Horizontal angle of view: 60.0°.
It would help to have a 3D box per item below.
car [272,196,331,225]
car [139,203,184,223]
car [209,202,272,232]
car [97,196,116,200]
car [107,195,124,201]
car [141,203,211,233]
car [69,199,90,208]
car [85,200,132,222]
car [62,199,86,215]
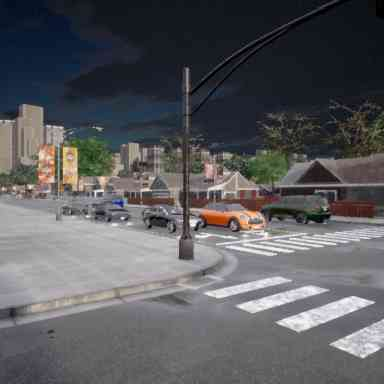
[{"bbox_3d":[7.626,1.309,25.101,2.150,2.045,5.566,0,0,-35],"label":"car"},{"bbox_3d":[-2.613,1.706,27.954,1.994,1.385,4.181,0,0,-34],"label":"car"},{"bbox_3d":[2.397,1.440,20.935,2.097,1.767,4.553,0,0,-36],"label":"car"},{"bbox_3d":[-13.426,1.786,49.082,1.837,1.490,4.892,0,0,-35],"label":"car"},{"bbox_3d":[-13.013,1.523,54.103,2.150,2.045,5.566,0,0,-36],"label":"car"},{"bbox_3d":[-1.347,1.592,20.564,2.128,1.511,4.902,0,0,-35],"label":"car"},{"bbox_3d":[-19.477,1.887,57.565,2.033,1.411,5.357,0,0,-34],"label":"car"},{"bbox_3d":[-7.062,1.710,28.579,2.033,1.411,5.357,0,0,-36],"label":"car"},{"bbox_3d":[-13.076,1.730,37.055,1.837,1.490,4.892,0,0,-35],"label":"car"}]
